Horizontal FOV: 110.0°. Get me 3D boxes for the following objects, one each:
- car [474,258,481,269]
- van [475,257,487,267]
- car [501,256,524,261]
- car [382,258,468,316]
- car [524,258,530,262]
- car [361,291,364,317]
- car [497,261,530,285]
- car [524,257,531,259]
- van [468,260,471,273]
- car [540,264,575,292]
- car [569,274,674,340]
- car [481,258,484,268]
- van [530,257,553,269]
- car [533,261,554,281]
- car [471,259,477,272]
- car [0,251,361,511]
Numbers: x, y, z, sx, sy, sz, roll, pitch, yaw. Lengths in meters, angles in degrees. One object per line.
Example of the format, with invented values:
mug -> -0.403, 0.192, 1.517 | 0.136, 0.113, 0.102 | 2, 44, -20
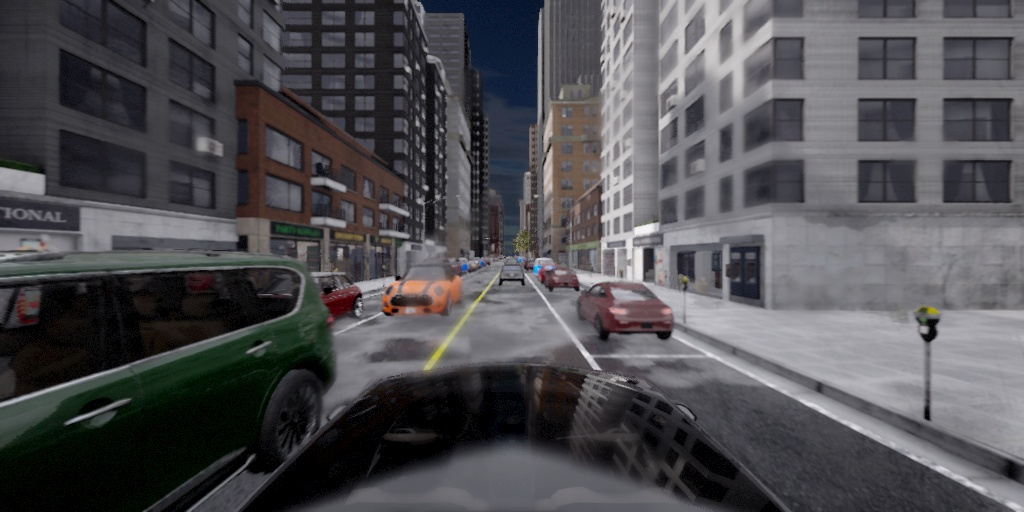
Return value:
car -> -5.680, 1.290, 49.107 | 1.751, 1.417, 4.829 | 0, 0, 0
van -> -5.683, 1.117, 60.590 | 1.690, 1.789, 3.998 | 0, 0, 0
car -> 0.071, 1.110, 45.083 | 2.097, 1.767, 4.553 | 0, 0, 0
car -> -3.081, 1.087, 13.212 | 2.097, 1.767, 4.553 | 0, 0, 0
car -> 2.846, 1.346, 49.260 | 1.802, 1.307, 4.207 | 0, 0, 0
car -> -5.669, 1.179, 9.687 | 1.967, 1.591, 4.097 | 0, 0, 0
car -> 0.020, 1.282, 25.789 | 2.033, 1.411, 5.357 | 0, 0, 1
car -> 2.845, 1.085, 54.915 | 2.192, 1.841, 5.009 | 0, 0, 0
van -> -5.677, 1.091, 37.964 | 1.690, 1.789, 3.998 | 0, 0, 0
car -> 2.853, 1.312, 20.986 | 1.802, 1.307, 4.207 | 0, 0, 0
car -> 2.856, 1.321, 9.681 | 1.802, 1.307, 4.207 | 0, 0, 0
car -> -5.681, 1.353, 54.934 | 1.802, 1.307, 4.207 | 0, 0, 0
van -> 2.850, 1.083, 32.295 | 1.690, 1.789, 3.998 | 0, 0, 0
car -> 2.851, 1.279, 26.640 | 1.888, 1.381, 4.507 | 0, 0, 0
car -> -5.678, 1.339, 43.620 | 1.802, 1.307, 4.207 | 0, 0, 0
car -> -3.085, 0.974, 1.891 | 2.150, 2.045, 5.566 | 0, 0, 0
